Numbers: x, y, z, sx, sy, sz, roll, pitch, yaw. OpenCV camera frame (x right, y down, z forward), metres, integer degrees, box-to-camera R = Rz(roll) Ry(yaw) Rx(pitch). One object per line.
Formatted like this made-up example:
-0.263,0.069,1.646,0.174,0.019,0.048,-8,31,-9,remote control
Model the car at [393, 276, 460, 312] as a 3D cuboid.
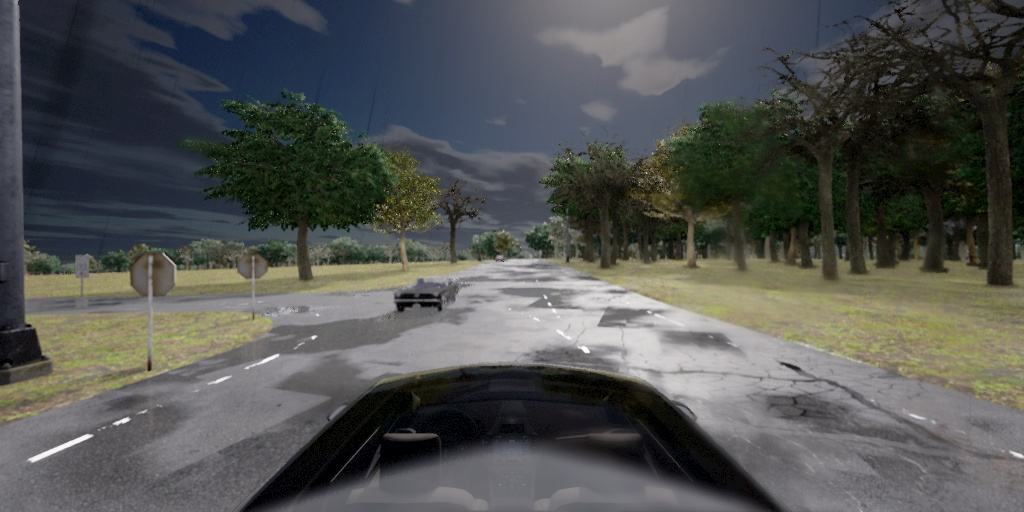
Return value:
-3.550,1.561,15.653,1.895,1.301,4.718,-1,0,1,car
